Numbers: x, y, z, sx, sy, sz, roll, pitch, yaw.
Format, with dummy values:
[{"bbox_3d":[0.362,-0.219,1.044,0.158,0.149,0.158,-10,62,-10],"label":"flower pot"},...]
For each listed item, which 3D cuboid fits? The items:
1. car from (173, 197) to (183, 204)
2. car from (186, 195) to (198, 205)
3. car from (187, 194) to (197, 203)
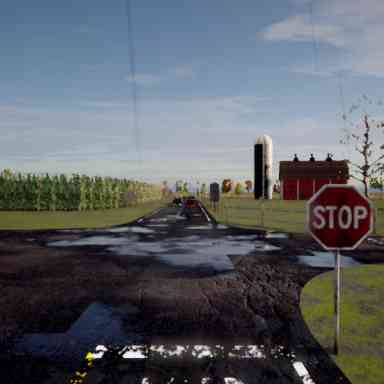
[{"bbox_3d":[-2.723,1.608,65.403,1.994,1.385,4.181,0,0,0],"label":"car"},{"bbox_3d":[0.026,1.542,60.788,1.837,1.490,4.892,0,0,0],"label":"car"},{"bbox_3d":[0.027,1.336,71.193,2.097,1.767,4.553,0,0,0],"label":"car"}]
